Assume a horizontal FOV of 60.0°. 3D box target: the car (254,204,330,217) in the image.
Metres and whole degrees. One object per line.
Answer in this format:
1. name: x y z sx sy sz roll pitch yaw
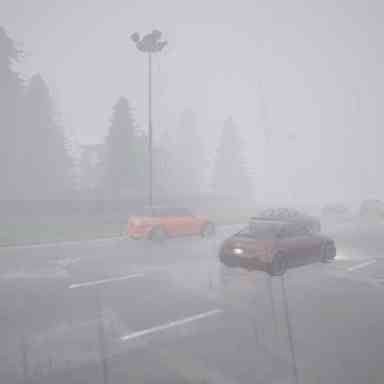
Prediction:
1. car: 4.890 1.584 17.190 4.902 1.511 2.128 0 -1 -44

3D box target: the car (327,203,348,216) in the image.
1. car: 14.817 1.759 34.266 1.895 1.301 4.718 -1 0 33

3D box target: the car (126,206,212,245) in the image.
1. car: -0.917 1.474 16.618 4.553 1.767 2.097 0 0 -41

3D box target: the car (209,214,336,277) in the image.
1. car: 2.806 1.623 10.565 4.181 1.385 1.994 0 0 -41

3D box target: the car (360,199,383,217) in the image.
1. car: 18.098 1.487 33.174 2.097 1.767 4.553 -1 0 33
